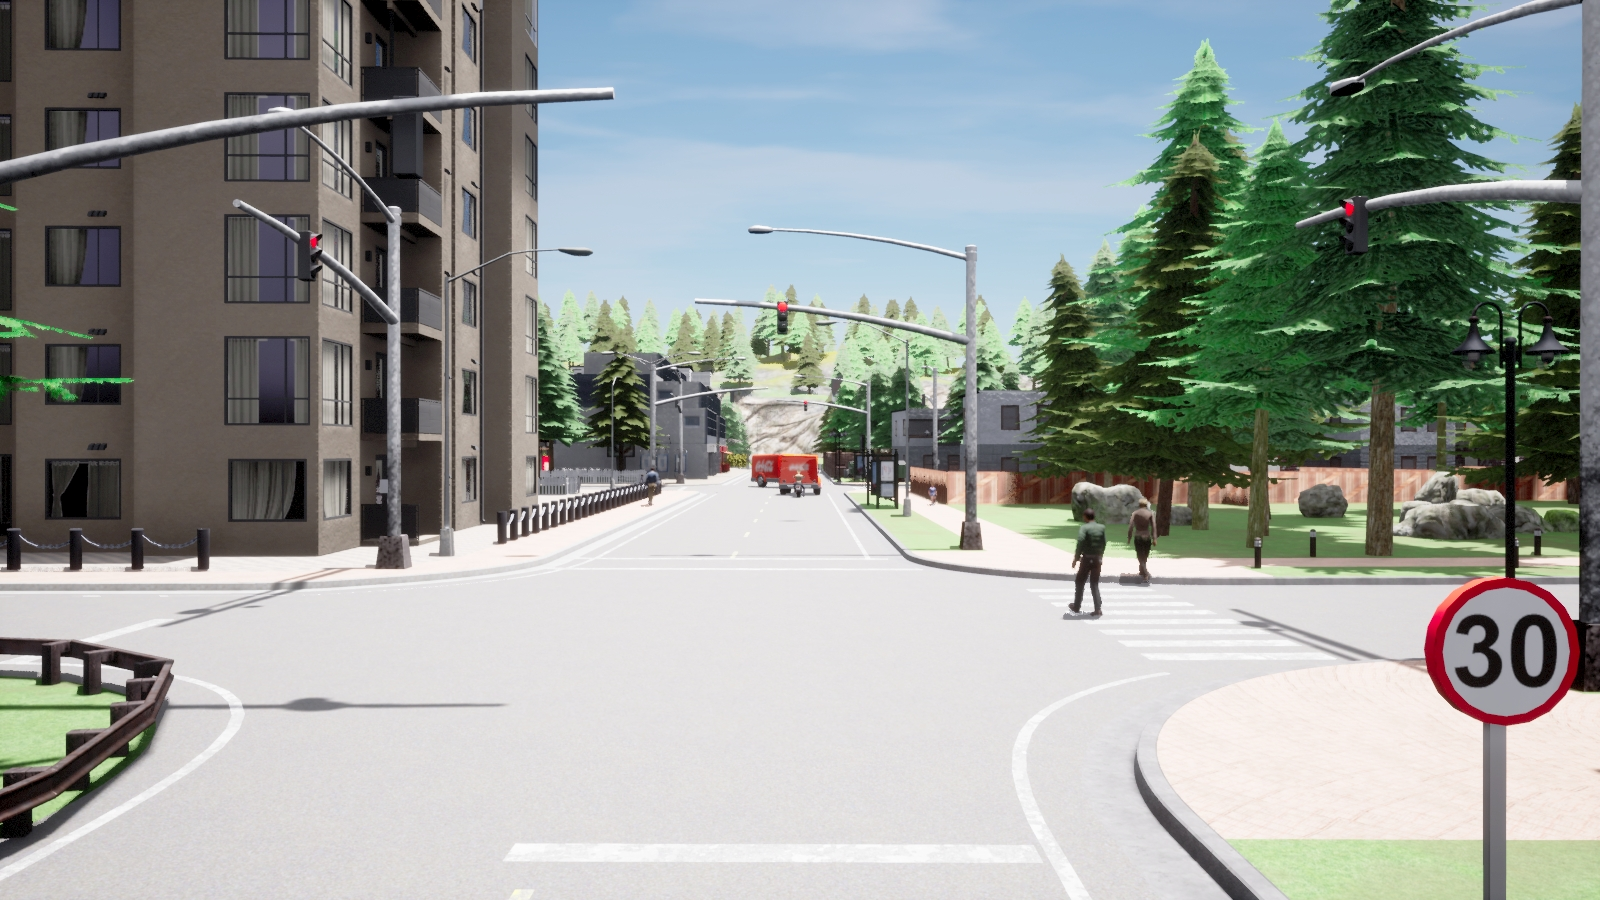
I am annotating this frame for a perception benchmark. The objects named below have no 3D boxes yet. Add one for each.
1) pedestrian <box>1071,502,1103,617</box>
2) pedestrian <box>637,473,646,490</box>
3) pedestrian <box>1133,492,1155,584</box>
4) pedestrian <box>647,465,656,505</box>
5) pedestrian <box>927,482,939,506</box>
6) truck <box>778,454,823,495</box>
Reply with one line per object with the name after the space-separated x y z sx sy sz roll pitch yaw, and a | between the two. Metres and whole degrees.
4.770 1.808 19.004 0.375 1.860 0.375 0 0 -16 | pedestrian
-10.333 2.028 74.387 0.500 1.100 0.500 0 0 0 | pedestrian
7.071 1.801 23.504 0.375 1.860 0.375 0 0 8 | pedestrian
-6.936 1.645 53.304 0.375 1.860 0.375 0 0 1 | pedestrian
6.185 2.026 53.253 0.500 1.100 0.500 0 0 -1 | pedestrian
0.071 1.506 71.518 2.627 2.467 5.204 0 0 3 | truck
